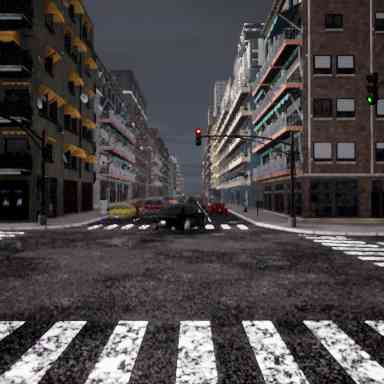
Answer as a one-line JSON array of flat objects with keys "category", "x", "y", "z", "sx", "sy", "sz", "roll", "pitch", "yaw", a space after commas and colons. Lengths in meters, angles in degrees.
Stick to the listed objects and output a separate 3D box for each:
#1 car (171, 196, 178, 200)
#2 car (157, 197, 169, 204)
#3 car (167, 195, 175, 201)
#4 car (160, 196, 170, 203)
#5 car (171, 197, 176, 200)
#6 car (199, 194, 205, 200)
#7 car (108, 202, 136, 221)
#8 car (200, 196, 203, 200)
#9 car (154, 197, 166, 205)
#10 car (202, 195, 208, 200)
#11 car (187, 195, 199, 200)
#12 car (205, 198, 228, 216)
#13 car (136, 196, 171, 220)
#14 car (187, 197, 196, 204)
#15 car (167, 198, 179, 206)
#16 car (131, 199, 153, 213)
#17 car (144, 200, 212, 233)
[{"category": "car", "x": -3.221, "y": 1.413, "z": 47.352, "sx": 2.097, "sy": 1.767, "sz": 4.553, "roll": 0, "pitch": 0, "yaw": 0}, {"category": "car", "x": -5.867, "y": 1.640, "z": 66.653, "sx": 2.008, "sy": 1.369, "sz": 4.403, "roll": 1, "pitch": 0, "yaw": 0}, {"category": "car", "x": -5.942, "y": 1.683, "z": 94.269, "sx": 2.008, "sy": 1.369, "sz": 4.403, "roll": 1, "pitch": 0, "yaw": 0}, {"category": "car", "x": -5.882, "y": 1.642, "z": 72.176, "sx": 1.887, "sy": 1.381, "sz": 4.507, "roll": 1, "pitch": 0, "yaw": 0}, {"category": "car", "x": -3.204, "y": 1.595, "z": 37.562, "sx": 2.033, "sy": 1.411, "sz": 5.357, "roll": 0, "pitch": 0, "yaw": 0}, {"category": "car", "x": 2.775, "y": 1.463, "z": 81.834, "sx": 2.097, "sy": 1.767, "sz": 4.553, "roll": 0, "pitch": 0, "yaw": 0}, {"category": "car", "x": -5.759, "y": 1.560, "z": 27.819, "sx": 1.752, "sy": 1.417, "sz": 4.829, "roll": 1, "pitch": 0, "yaw": 0}, {"category": "car", "x": 2.560, "y": 1.647, "z": 50.091, "sx": 1.802, "sy": 1.307, "sz": 4.206, "roll": 1, "pitch": 0, "yaw": 0}, {"category": "car", "x": -5.851, "y": 1.606, "z": 60.959, "sx": 1.752, "sy": 1.417, "sz": 4.829, "roll": 1, "pitch": 0, "yaw": 0}, {"category": "car", "x": 2.592, "y": 1.490, "z": 39.045, "sx": 1.967, "sy": 1.590, "sz": 4.097, "roll": 1, "pitch": 0, "yaw": 0}, {"category": "car", "x": -0.065, "y": 1.583, "z": 59.783, "sx": 1.837, "sy": 1.490, "sz": 4.892, "roll": 0, "pitch": 0, "yaw": 0}, {"category": "car", "x": 2.606, "y": 1.587, "z": 33.521, "sx": 1.887, "sy": 1.381, "sz": 4.507, "roll": 1, "pitch": 0, "yaw": 0}, {"category": "car", "x": -3.151, "y": 1.387, "z": 28.071, "sx": 2.097, "sy": 1.767, "sz": 4.553, "roll": 0, "pitch": 0, "yaw": -1}, {"category": "car", "x": -0.114, "y": 1.695, "z": 70.010, "sx": 1.895, "sy": 1.301, "sz": 4.718, "roll": 0, "pitch": 0, "yaw": 0}, {"category": "car", "x": -3.219, "y": 1.676, "z": 57.210, "sx": 1.895, "sy": 1.301, "sz": 4.718, "roll": 0, "pitch": 0, "yaw": 0}, {"category": "car", "x": -5.790, "y": 1.594, "z": 39.035, "sx": 1.887, "sy": 1.381, "sz": 4.507, "roll": 1, "pitch": 0, "yaw": 0}, {"category": "car", "x": -0.662, "y": 1.503, "z": 20.246, "sx": 1.882, "sy": 1.535, "sz": 5.008, "roll": 1, "pitch": 0, "yaw": 22}]
